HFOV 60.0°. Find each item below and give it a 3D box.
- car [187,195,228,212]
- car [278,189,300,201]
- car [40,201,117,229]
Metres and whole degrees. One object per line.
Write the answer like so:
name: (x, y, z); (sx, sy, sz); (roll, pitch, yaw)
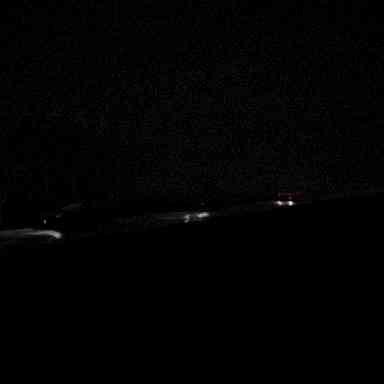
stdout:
car: (1.527, 0.959, 31.199); (1.882, 1.535, 5.008); (-1, 1, 35)
car: (14.329, 0.373, 49.075); (2.097, 1.767, 4.553); (-1, 1, 36)
car: (-6.570, 1.267, 19.792); (1.812, 1.442, 4.674); (-1, 1, 35)
